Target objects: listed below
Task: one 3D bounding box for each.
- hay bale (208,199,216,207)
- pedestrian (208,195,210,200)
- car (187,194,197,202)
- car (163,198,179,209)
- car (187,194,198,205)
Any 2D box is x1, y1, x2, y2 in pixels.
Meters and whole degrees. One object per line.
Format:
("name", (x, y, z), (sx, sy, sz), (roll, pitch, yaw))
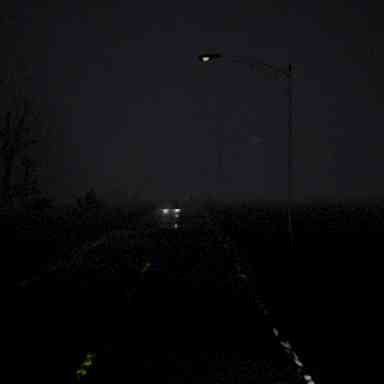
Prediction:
("hay bale", (3.143, 1.709, 53.148), (1.220, 1.180, 1.240), (1, 1, 0))
("pedestrian", (2.835, 1.335, 54.243), (0.375, 1.860, 0.375), (-1, 1, -3))
("car", (0.015, 1.307, 74.772), (2.097, 1.767, 4.553), (0, 0, 0))
("car", (-2.822, 1.569, 46.499), (1.812, 1.442, 4.674), (0, 0, 0))
("car", (0.015, 1.633, 61.446), (1.994, 1.385, 4.181), (0, 0, 0))
